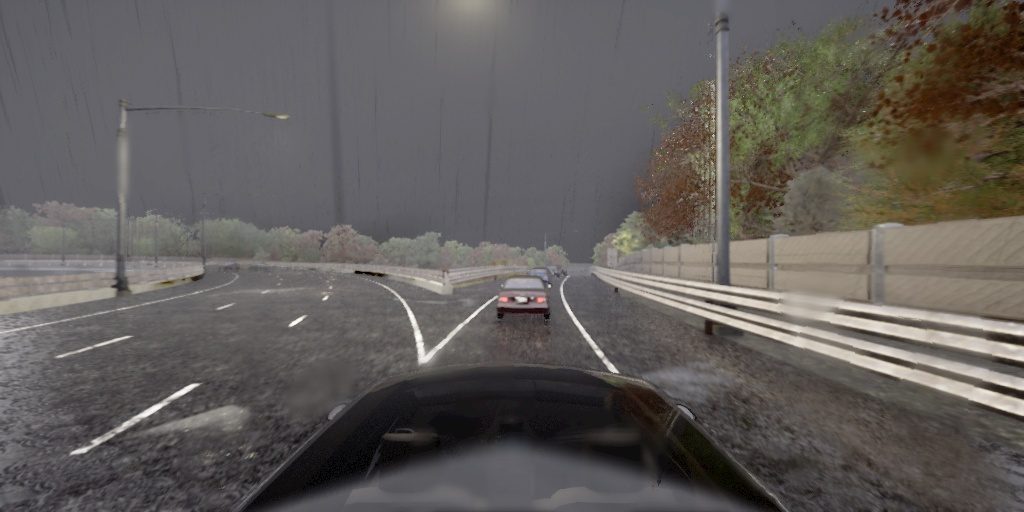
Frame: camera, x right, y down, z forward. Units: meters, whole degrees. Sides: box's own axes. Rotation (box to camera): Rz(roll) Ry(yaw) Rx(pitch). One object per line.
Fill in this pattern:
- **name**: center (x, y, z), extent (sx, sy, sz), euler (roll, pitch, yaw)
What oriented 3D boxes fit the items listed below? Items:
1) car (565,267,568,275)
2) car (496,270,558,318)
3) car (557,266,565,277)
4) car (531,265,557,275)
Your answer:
- **car**: center (7.267, 2.242, 55.430), extent (1.837, 1.490, 4.892), euler (0, -3, 11)
- **car**: center (0.498, 1.419, 13.537), extent (2.033, 1.411, 5.357), euler (0, -1, 4)
- **car**: center (4.841, 1.798, 42.801), extent (2.033, 1.411, 5.357), euler (0, -2, 11)
- **car**: center (2.114, 1.562, 27.253), extent (2.033, 1.411, 5.357), euler (0, -1, 9)
